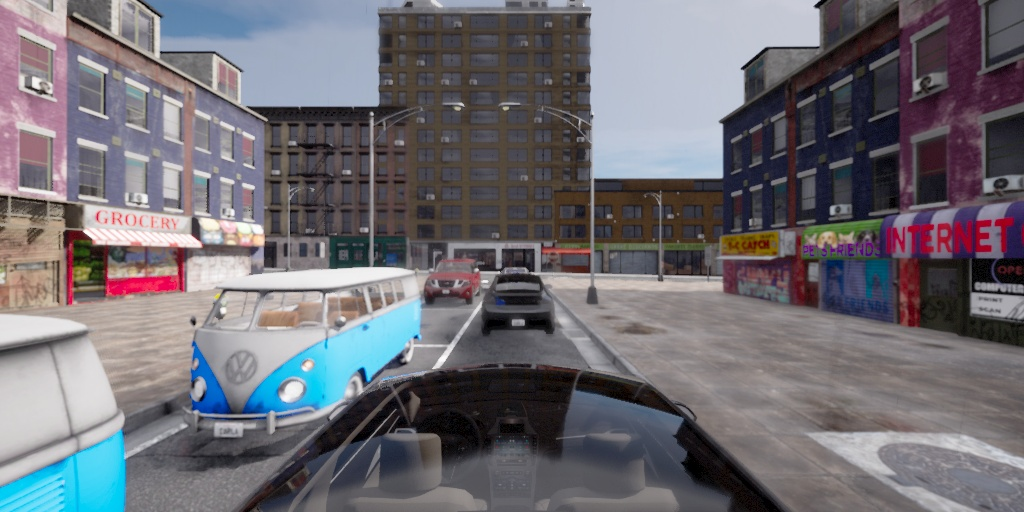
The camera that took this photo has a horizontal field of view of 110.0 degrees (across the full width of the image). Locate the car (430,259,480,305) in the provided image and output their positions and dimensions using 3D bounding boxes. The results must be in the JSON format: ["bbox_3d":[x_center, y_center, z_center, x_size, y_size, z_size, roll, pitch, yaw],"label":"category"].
[{"bbox_3d":[-2.535,1.062,16.317,2.192,1.841,5.009,0,0,0],"label":"car"}]

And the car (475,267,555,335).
[{"bbox_3d":[0.157,1.255,10.534,1.837,1.490,4.892,0,0,0],"label":"car"}]

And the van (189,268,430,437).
[{"bbox_3d":[-2.616,1.091,5.429,1.690,1.789,3.998,0,0,0],"label":"van"}]

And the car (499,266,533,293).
[{"bbox_3d":[0.192,1.346,21.871,1.895,1.301,4.718,0,0,-1],"label":"car"}]
